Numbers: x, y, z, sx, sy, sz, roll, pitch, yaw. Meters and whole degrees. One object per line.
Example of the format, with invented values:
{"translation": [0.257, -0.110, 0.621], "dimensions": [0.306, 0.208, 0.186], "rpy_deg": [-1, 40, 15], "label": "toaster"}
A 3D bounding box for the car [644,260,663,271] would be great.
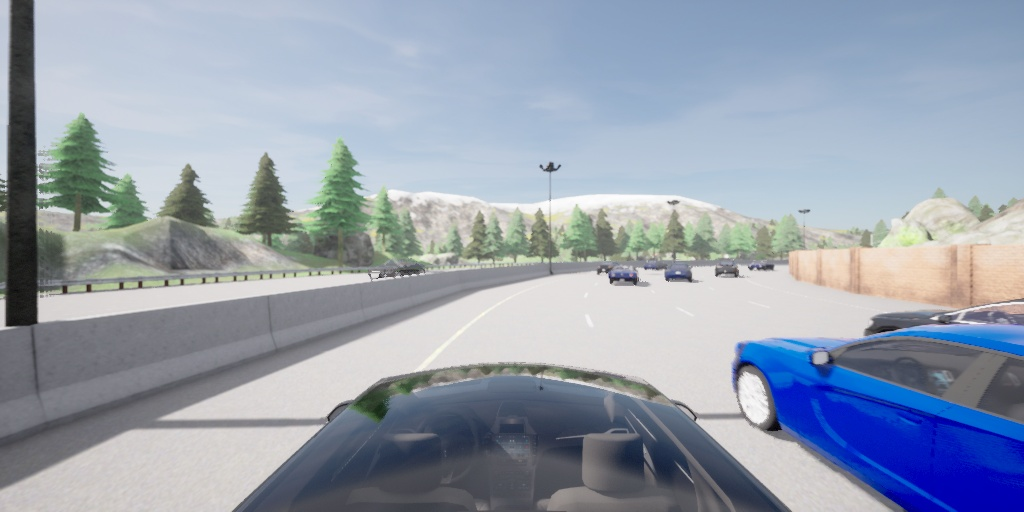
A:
{"translation": [20.186, 1.297, 50.247], "dimensions": [4.181, 1.385, 1.994], "rpy_deg": [0, 0, -44], "label": "car"}

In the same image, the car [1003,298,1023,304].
{"translation": [7.251, 1.242, 4.499], "dimensions": [2.128, 1.511, 4.902], "rpy_deg": [0, 0, 2], "label": "car"}

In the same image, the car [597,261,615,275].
{"translation": [10.340, 1.263, 37.732], "dimensions": [1.812, 1.442, 4.674], "rpy_deg": [0, -1, 31], "label": "car"}

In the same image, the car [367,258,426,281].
{"translation": [-7.467, 0.879, 23.673], "dimensions": [2.128, 1.511, 4.902], "rpy_deg": [0, 0, 16], "label": "car"}

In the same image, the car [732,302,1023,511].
{"translation": [3.670, 1.228, 2.527], "dimensions": [1.882, 1.535, 5.008], "rpy_deg": [0, 0, 1], "label": "car"}

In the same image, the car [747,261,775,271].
{"translation": [33.578, 1.338, 48.247], "dimensions": [4.718, 1.301, 1.895], "rpy_deg": [0, 0, -38], "label": "car"}

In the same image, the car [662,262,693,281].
{"translation": [13.950, 1.305, 29.901], "dimensions": [1.994, 1.385, 4.181], "rpy_deg": [0, 0, 27], "label": "car"}

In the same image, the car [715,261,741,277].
{"translation": [21.377, 1.232, 35.485], "dimensions": [2.128, 1.511, 4.902], "rpy_deg": [0, 0, 35], "label": "car"}

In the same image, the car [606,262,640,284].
{"translation": [8.398, 1.342, 26.522], "dimensions": [1.895, 1.301, 4.718], "rpy_deg": [0, 0, 23], "label": "car"}
